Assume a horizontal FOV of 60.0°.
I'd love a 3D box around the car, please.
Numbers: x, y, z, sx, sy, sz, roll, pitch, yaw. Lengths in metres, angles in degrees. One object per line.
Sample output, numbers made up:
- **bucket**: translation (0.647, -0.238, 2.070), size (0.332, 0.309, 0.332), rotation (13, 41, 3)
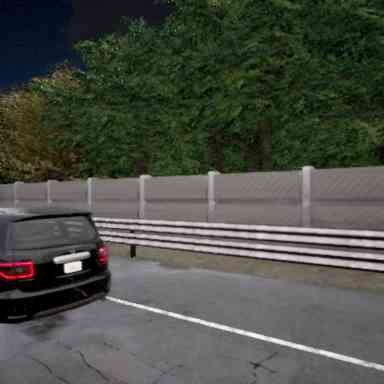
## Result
- **car**: translation (-4.085, 1.310, 6.832), size (5.566, 2.045, 2.150), rotation (-1, 0, 35)
